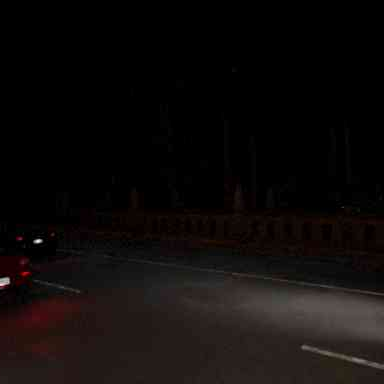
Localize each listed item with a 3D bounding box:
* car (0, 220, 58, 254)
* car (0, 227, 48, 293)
[{"bbox_3d":[-7.359,1.847,13.547,4.181,1.385,1.994,-2,-1,36],"label":"car"},{"bbox_3d":[-5.733,1.712,8.086,4.674,1.442,1.812,-2,-1,36],"label":"car"}]
